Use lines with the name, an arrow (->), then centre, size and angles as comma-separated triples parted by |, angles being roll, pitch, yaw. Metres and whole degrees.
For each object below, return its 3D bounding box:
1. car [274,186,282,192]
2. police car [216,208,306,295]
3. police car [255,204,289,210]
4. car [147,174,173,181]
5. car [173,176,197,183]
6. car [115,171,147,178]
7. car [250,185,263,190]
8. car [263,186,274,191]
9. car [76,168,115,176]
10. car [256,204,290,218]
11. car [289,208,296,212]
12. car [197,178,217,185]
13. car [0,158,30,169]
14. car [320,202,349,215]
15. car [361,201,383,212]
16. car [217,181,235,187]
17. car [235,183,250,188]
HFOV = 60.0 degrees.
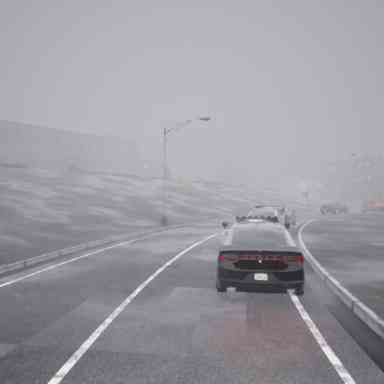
car -> 20.633, -0.421, 84.128 | 2.435, 2.045, 5.566 | -3, -6, 40
police car -> 1.749, 1.457, 9.009 | 1.930, 1.638, 5.238 | -1, 0, 9
police car -> 4.061, 1.544, 18.270 | 1.930, 1.638, 5.238 | -1, -1, 19
car -> -6.062, -2.201, 55.814 | 4.674, 1.452, 2.002 | 4, -6, -42
car -> -2.008, -1.974, 59.596 | 5.008, 1.535, 2.097 | 4, -6, -43
car -> -10.197, -2.496, 52.126 | 4.892, 1.521, 2.231 | 3, -5, -41
car -> 13.368, -0.841, 75.551 | 2.231, 1.521, 4.892 | -4, -6, 42
car -> 17.048, -0.644, 79.817 | 2.185, 1.767, 4.553 | -4, -6, 41
car -> -14.378, -2.727, 48.531 | 4.892, 1.521, 2.231 | 3, -5, -41
car -> 8.905, 2.066, 36.385 | 1.812, 1.442, 4.674 | -3, -3, 37
car -> 6.136, 1.692, 23.490 | 1.837, 1.490, 4.892 | -2, -1, 24
car -> 1.947, -1.827, 63.452 | 4.553, 1.767, 2.185 | 4, -6, -44
car -> -22.679, -3.284, 41.423 | 4.553, 1.767, 2.185 | 3, -5, -41
car -> 17.853, 2.048, 41.565 | 4.892, 1.490, 1.837 | 1, -4, -41
car -> 27.246, 2.114, 49.726 | 4.553, 1.767, 2.097 | 2, -4, -39
car -> 5.953, -1.383, 67.525 | 2.163, 1.488, 4.792 | -4, -6, 44
car -> 9.737, -1.089, 71.532 | 2.002, 1.452, 4.674 | -4, -6, 43
